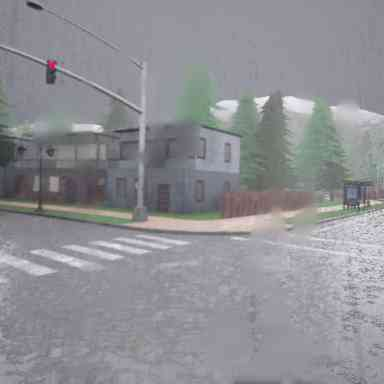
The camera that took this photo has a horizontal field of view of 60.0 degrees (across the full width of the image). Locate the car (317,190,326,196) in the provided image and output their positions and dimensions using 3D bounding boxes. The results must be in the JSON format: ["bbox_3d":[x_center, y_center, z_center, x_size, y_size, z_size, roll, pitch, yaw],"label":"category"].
[{"bbox_3d":[29.489,-0.054,77.267,1.932,1.855,4.605,3,2,37],"label":"car"}]
